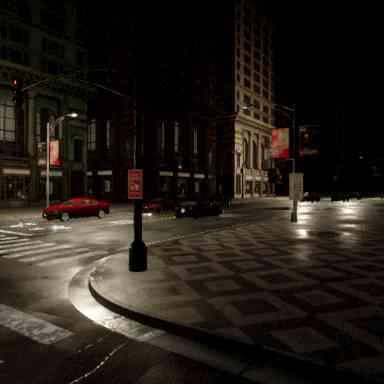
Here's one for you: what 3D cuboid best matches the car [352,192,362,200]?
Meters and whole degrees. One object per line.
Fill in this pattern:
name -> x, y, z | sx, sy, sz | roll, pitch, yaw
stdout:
car -> 29.565, 0.675, 60.404 | 1.812, 1.442, 4.674 | 0, 1, 35

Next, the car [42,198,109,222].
car -> -8.350, 1.231, 24.221 | 1.882, 1.535, 5.008 | 0, 1, 35

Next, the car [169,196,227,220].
car -> 0.542, 1.274, 25.195 | 1.994, 1.385, 4.181 | 0, 1, 36

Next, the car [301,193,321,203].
car -> 17.613, 0.832, 49.195 | 2.128, 1.511, 4.902 | 0, 1, 35

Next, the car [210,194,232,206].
car -> 3.054, 1.008, 40.252 | 1.837, 1.490, 4.892 | 0, 1, 36

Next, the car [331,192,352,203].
car -> 22.408, 0.834, 50.329 | 1.812, 1.442, 4.674 | 0, 1, 36

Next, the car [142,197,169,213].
car -> -2.982, 1.199, 31.769 | 1.994, 1.385, 4.181 | 0, 1, 36
